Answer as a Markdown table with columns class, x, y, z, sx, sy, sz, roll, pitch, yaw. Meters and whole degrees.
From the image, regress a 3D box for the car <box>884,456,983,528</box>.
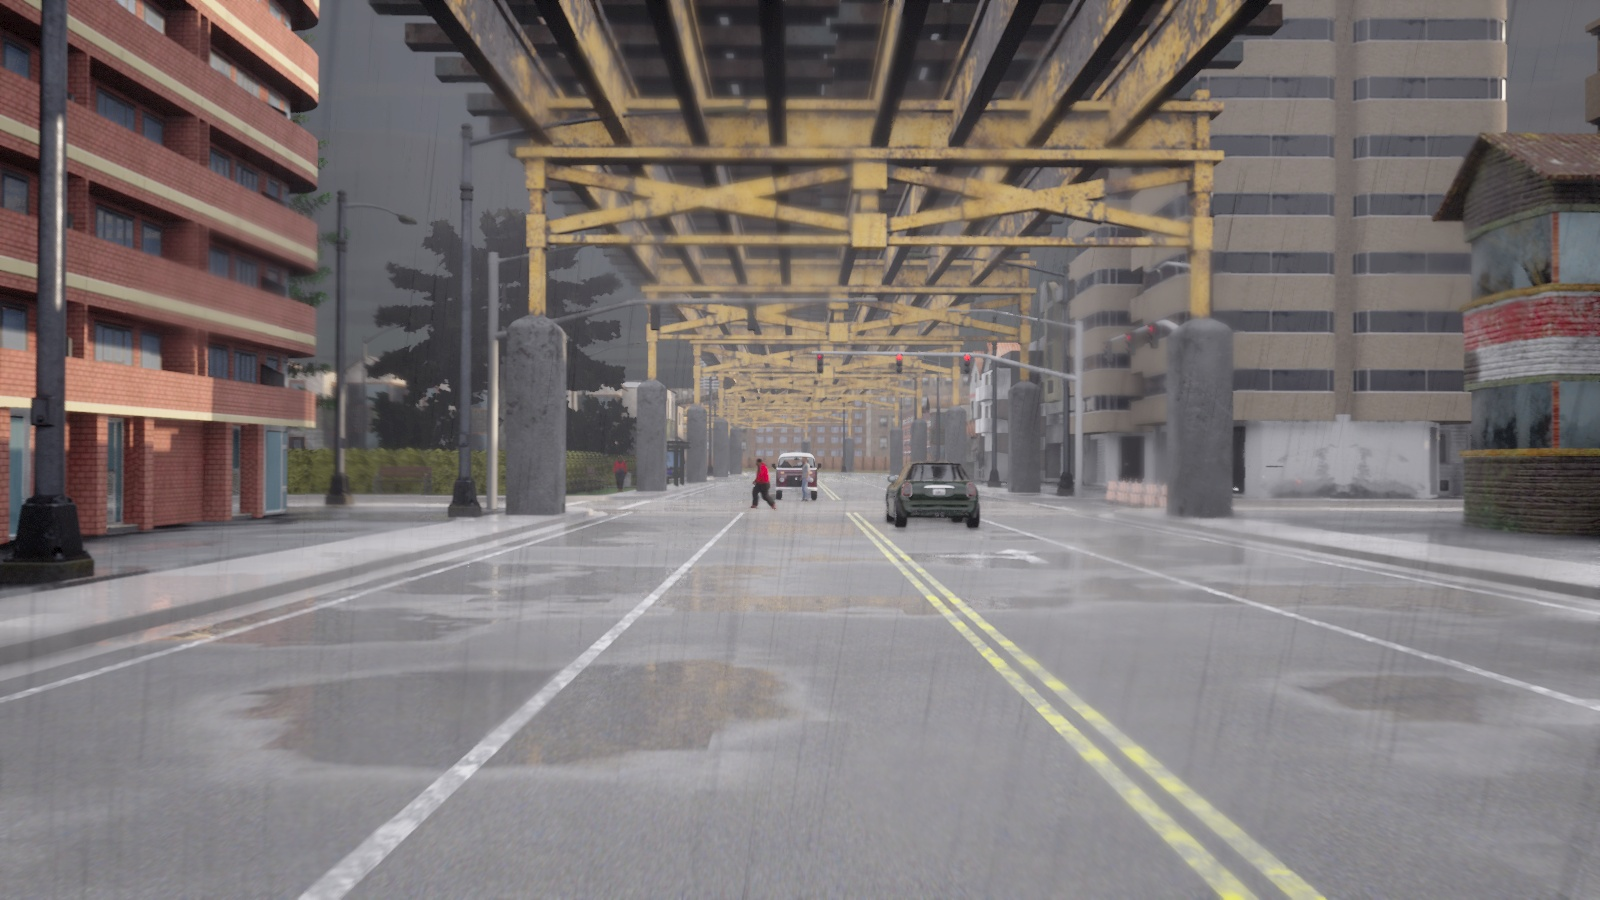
| class | x | y | z | sx | sy | sz | roll | pitch | yaw |
| --- | --- | --- | --- | --- | --- | --- | --- | --- | --- |
| car | 3.415 | 1.045 | 33.010 | 2.097 | 1.767 | 4.553 | 0 | -1 | 0 |

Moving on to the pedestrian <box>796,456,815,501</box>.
| class | x | y | z | sx | sy | sz | roll | pitch | yaw |
| --- | --- | --- | --- | --- | --- | --- | --- | --- | --- |
| pedestrian | 0.236 | 1.165 | 51.240 | 0.706 | 1.836 | 0.354 | 0 | -1 | -9 |

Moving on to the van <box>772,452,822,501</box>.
| class | x | y | z | sx | sy | sz | roll | pitch | yaw |
| --- | --- | --- | --- | --- | --- | --- | --- | --- | --- |
| van | -0.141 | 1.125 | 54.850 | 2.069 | 2.038 | 4.480 | 0 | -1 | 0 |

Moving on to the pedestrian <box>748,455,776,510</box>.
| class | x | y | z | sx | sy | sz | roll | pitch | yaw |
| --- | --- | --- | --- | --- | --- | --- | --- | --- | --- |
| pedestrian | -1.293 | 1.095 | 42.621 | 0.899 | 1.844 | 0.634 | 0 | -1 | -4 |

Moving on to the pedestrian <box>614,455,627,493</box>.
| class | x | y | z | sx | sy | sz | roll | pitch | yaw |
| --- | --- | --- | --- | --- | --- | --- | --- | --- | --- |
| pedestrian | -8.771 | 1.161 | 61.461 | 0.634 | 1.844 | 0.899 | 0 | -1 | -8 |
